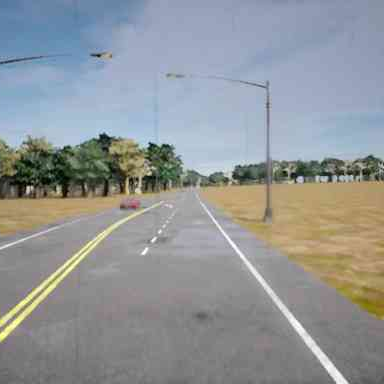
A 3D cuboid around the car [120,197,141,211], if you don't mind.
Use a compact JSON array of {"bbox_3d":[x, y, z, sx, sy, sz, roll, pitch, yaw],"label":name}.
[{"bbox_3d":[-7.181,1.308,39.165,1.882,1.535,5.008,0,1,0],"label":"car"}]
